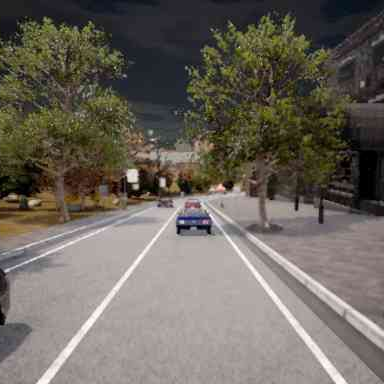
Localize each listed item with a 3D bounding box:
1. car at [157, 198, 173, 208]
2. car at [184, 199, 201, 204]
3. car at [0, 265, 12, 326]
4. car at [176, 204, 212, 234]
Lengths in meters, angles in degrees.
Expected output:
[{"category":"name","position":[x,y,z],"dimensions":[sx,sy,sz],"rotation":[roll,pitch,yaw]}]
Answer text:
[{"category":"car","position":[-3.590,1.479,45.446],"dimensions":[1.994,1.385,4.181],"rotation":[0,0,0]},{"category":"car","position":[0.104,1.456,36.978],"dimensions":[1.812,1.442,4.674],"rotation":[0,0,0]},{"category":"car","position":[-3.599,1.487,2.977],"dimensions":[2.128,1.511,4.902],"rotation":[0,0,0]},{"category":"car","position":[0.096,1.564,19.136],"dimensions":[1.895,1.301,4.718],"rotation":[0,0,0]}]
